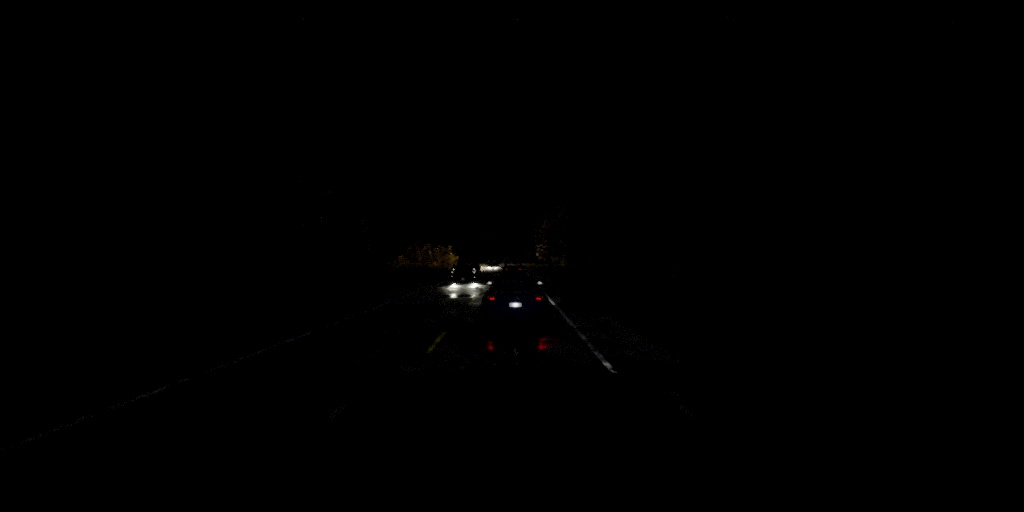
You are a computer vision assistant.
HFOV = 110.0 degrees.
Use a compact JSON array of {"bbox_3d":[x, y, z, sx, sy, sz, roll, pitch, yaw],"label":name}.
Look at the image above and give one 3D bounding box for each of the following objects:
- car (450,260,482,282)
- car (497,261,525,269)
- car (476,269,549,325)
[{"bbox_3d":[-3.604,1.100,28.537,2.097,1.767,4.553,0,0,0],"label":"car"},{"bbox_3d":[0.092,1.239,29.555,2.128,1.511,4.902,0,0,0],"label":"car"},{"bbox_3d":[0.097,1.314,11.853,1.994,1.385,4.181,0,0,0],"label":"car"}]
